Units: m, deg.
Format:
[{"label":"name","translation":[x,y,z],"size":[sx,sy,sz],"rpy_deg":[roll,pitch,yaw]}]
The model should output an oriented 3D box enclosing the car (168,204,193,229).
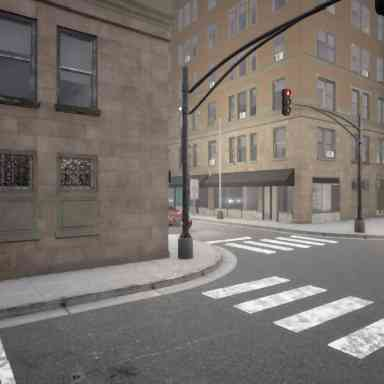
[{"label":"car","translation":[-1.868,1.426,19.848],"size":[1.812,1.442,4.674],"rpy_deg":[0,0,-36]}]
